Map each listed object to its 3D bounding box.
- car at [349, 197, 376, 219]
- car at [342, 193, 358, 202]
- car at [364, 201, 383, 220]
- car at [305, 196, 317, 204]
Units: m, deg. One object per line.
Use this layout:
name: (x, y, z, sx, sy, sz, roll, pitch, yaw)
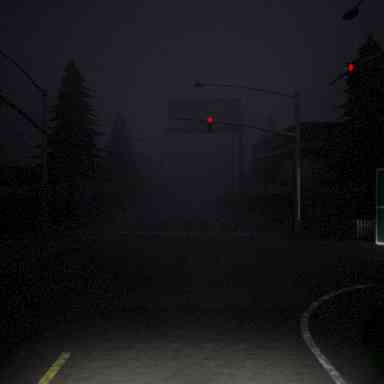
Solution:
car: (14.378, 1.504, 24.979, 3.866, 1.878, 1.905, 0, 0, 0)
car: (34.936, 1.489, 71.829, 2.007, 1.523, 4.514, 0, 0, 0)
car: (18.707, 1.672, 30.647, 4.611, 1.667, 2.242, 0, 0, 0)
car: (22.529, 1.552, 64.042, 1.970, 1.475, 3.806, 0, 0, 0)
